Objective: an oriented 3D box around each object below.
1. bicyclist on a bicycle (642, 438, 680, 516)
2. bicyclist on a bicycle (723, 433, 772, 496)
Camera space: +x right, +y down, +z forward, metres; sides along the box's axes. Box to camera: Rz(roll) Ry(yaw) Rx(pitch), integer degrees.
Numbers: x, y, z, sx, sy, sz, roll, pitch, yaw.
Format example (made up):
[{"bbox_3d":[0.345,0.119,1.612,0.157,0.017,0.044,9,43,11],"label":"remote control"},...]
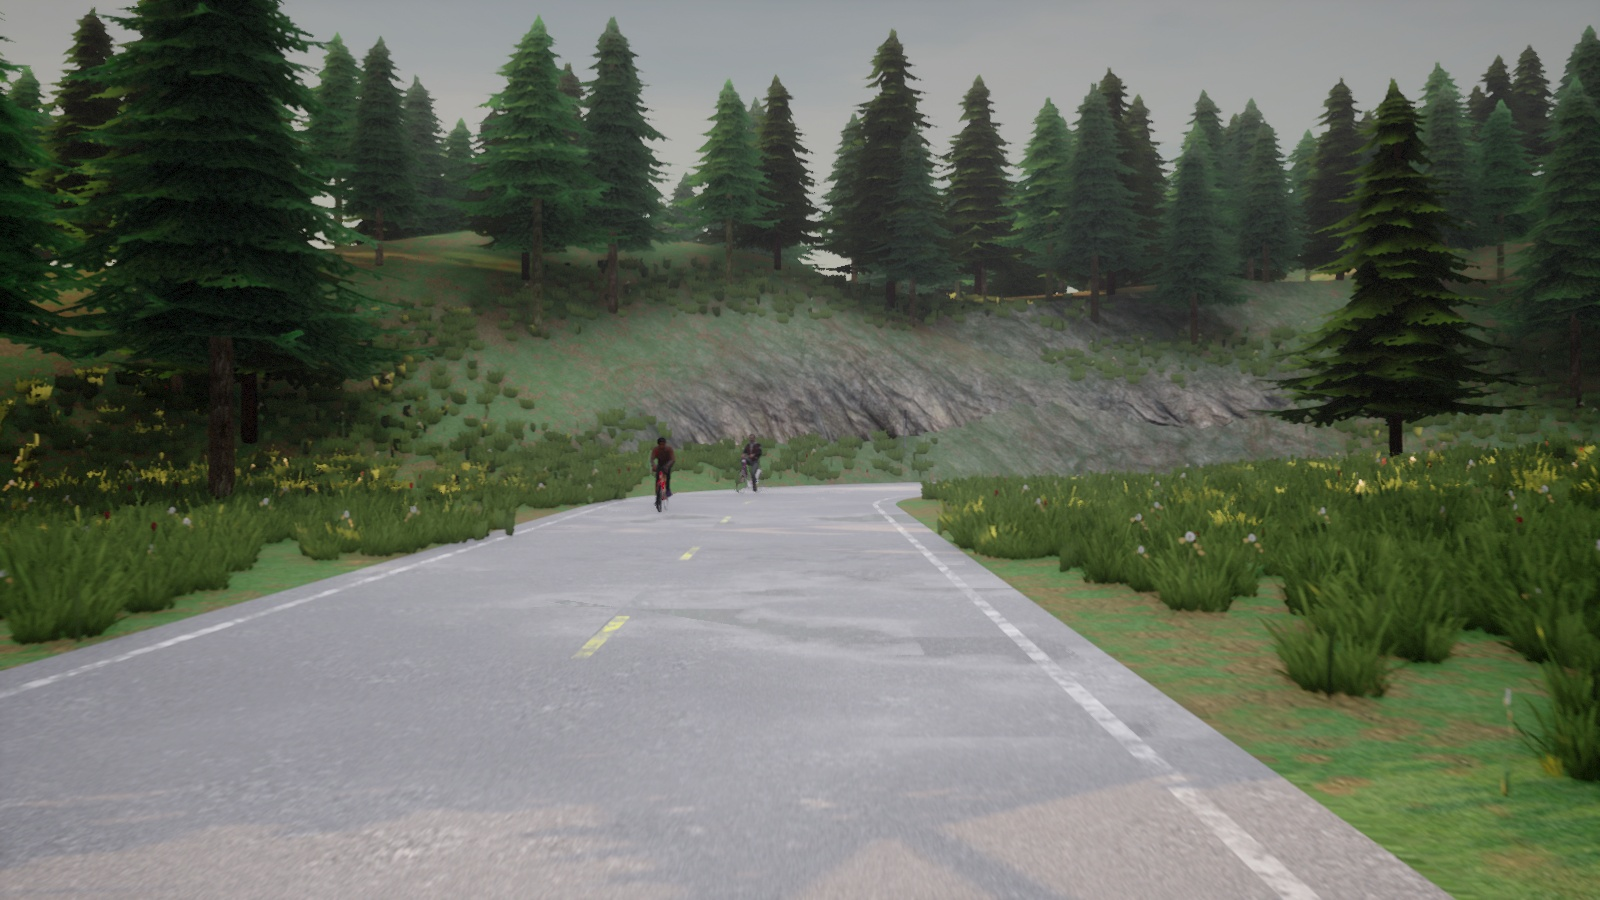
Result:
[{"bbox_3d":[-2.969,0.545,26.932,0.582,1.620,1.656,0,1,2],"label":"bicyclist on a bicycle"},{"bbox_3d":[-1.505,0.411,36.300,0.659,1.776,1.843,1,0,23],"label":"bicyclist on a bicycle"}]
